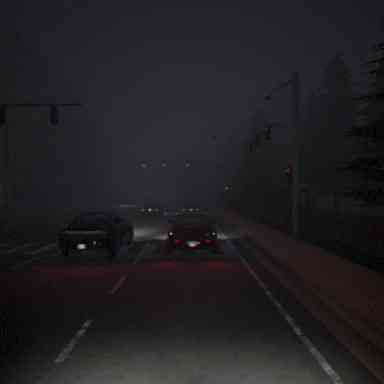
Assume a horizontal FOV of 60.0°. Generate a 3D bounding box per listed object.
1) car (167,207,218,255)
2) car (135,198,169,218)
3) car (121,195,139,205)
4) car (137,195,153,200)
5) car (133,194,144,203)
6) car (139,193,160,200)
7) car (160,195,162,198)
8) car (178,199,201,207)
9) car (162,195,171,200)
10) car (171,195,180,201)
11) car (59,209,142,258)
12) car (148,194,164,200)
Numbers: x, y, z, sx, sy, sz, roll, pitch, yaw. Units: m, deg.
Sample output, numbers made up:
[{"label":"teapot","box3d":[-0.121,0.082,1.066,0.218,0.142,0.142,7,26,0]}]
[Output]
[{"label":"car","box3d":[0.010,1.537,13.312,1.812,1.442,4.674,0,0,0]},{"label":"car","box3d":[-3.615,1.588,31.031,2.033,1.411,5.357,0,0,0]},{"label":"car","box3d":[-10.937,1.622,57.886,1.994,1.385,4.181,0,0,0]},{"label":"car","box3d":[-12.883,1.465,91.181,2.128,1.511,4.902,0,0,-41]},{"label":"car","box3d":[-11.748,1.427,73.035,2.097,1.767,4.553,0,0,-12]},{"label":"car","box3d":[-7.432,1.277,59.252,2.150,2.045,5.566,0,0,0]},{"label":"car","box3d":[-8.524,1.426,74.596,2.097,1.767,4.553,0,0,-12]},{"label":"car","box3d":[-0.111,1.576,31.049,2.033,1.411,5.357,0,0,0]},{"label":"car","box3d":[-7.681,1.433,82.747,2.097,1.767,4.553,0,0,-26]},{"label":"car","box3d":[-4.636,1.576,84.496,1.837,1.490,4.892,0,0,-26]},{"label":"car","box3d":[-3.488,1.505,12.899,2.128,1.511,4.902,0,0,0]},{"label":"car","box3d":[-10.110,1.414,93.316,1.882,1.535,5.008,0,0,-41]}]
